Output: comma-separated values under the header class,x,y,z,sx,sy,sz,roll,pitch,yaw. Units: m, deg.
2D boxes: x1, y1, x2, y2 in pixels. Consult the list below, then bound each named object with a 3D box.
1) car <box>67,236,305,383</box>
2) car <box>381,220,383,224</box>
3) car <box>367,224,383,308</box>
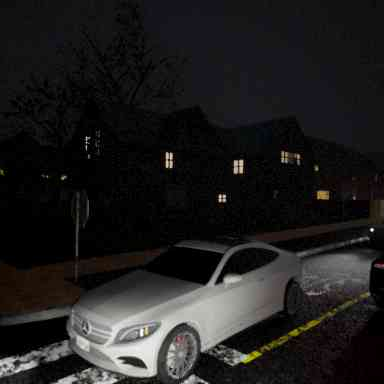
class,x,y,z,sx,sy,sz,roll,pitch,yaw
car,0.293,1.543,5.671,1.812,1.442,4.674,-1,0,43
car,9.287,1.596,14.238,4.718,1.301,1.895,0,0,-42
car,5.306,1.481,6.787,4.902,1.511,2.128,0,0,-42
